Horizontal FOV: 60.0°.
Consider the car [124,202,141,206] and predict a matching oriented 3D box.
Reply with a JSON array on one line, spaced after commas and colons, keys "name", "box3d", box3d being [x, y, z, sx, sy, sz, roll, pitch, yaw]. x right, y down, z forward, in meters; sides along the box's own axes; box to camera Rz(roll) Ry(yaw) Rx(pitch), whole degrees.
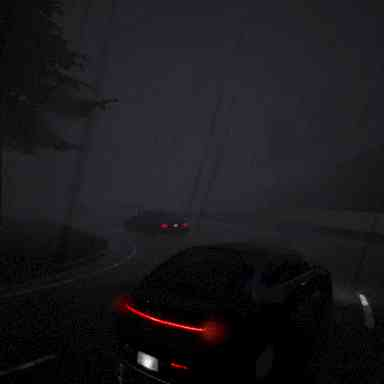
[{"name": "car", "box3d": [-7.780, 2.021, 43.472, 1.837, 1.490, 4.892, 1, -1, -22]}]

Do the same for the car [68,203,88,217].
[{"name": "car", "box3d": [-12.701, 1.949, 37.072, 2.033, 1.411, 5.357, 1, -1, -24]}]

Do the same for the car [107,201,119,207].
[{"name": "car", "box3d": [-15.662, 2.357, 65.884, 1.895, 1.301, 4.718, 1, -1, -19]}]

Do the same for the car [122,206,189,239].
[{"name": "car", "box3d": [-2.244, 1.782, 19.122, 2.033, 1.411, 5.357, 1, -1, -34]}]

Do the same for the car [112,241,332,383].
[{"name": "car", "box3d": [0.933, 1.583, 5.514, 1.837, 1.490, 4.892, 2, 0, 35]}]
